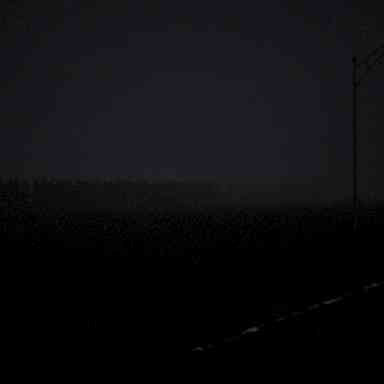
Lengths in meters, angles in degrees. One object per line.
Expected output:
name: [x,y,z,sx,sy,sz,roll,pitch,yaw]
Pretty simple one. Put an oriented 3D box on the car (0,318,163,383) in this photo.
car: [-2.329,1.507,1.202,4.902,1.511,2.128,0,0,-37]
